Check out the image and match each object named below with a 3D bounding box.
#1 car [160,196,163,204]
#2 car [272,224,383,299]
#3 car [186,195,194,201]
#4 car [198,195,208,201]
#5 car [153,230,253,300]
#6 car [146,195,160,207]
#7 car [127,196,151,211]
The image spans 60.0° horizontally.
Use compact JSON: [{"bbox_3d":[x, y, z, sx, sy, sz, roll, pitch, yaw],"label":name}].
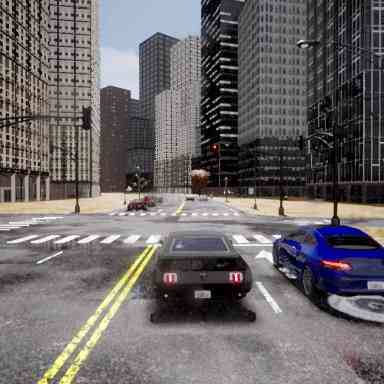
[{"bbox_3d":[-6.560,1.411,63.354,2.128,1.511,4.902,0,0,0],"label":"car"},{"bbox_3d":[3.347,1.523,8.318,1.812,1.442,4.674,0,0,1],"label":"car"},{"bbox_3d":[-0.502,1.469,80.504,1.895,1.301,4.718,0,0,-4],"label":"car"},{"bbox_3d":[2.747,1.397,80.620,1.812,1.442,4.674,0,0,-4],"label":"car"},{"bbox_3d":[0.104,1.598,8.347,1.895,1.301,4.718,0,0,-3],"label":"car"},{"bbox_3d":[-6.567,1.299,50.654,2.097,1.767,4.553,0,0,0],"label":"car"},{"bbox_3d":[-6.573,1.530,40.405,1.994,1.385,4.181,0,0,0],"label":"car"}]
